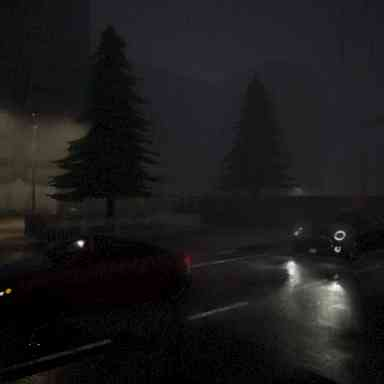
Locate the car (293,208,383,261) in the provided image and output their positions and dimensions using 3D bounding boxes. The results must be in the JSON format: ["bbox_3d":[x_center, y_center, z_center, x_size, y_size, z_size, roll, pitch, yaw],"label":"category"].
[{"bbox_3d":[5.948,1.458,12.836,4.553,1.767,2.097,0,-1,-37],"label":"car"}]

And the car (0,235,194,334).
[{"bbox_3d":[-2.021,1.619,6.888,4.181,1.385,1.994,0,-1,-36],"label":"car"}]
